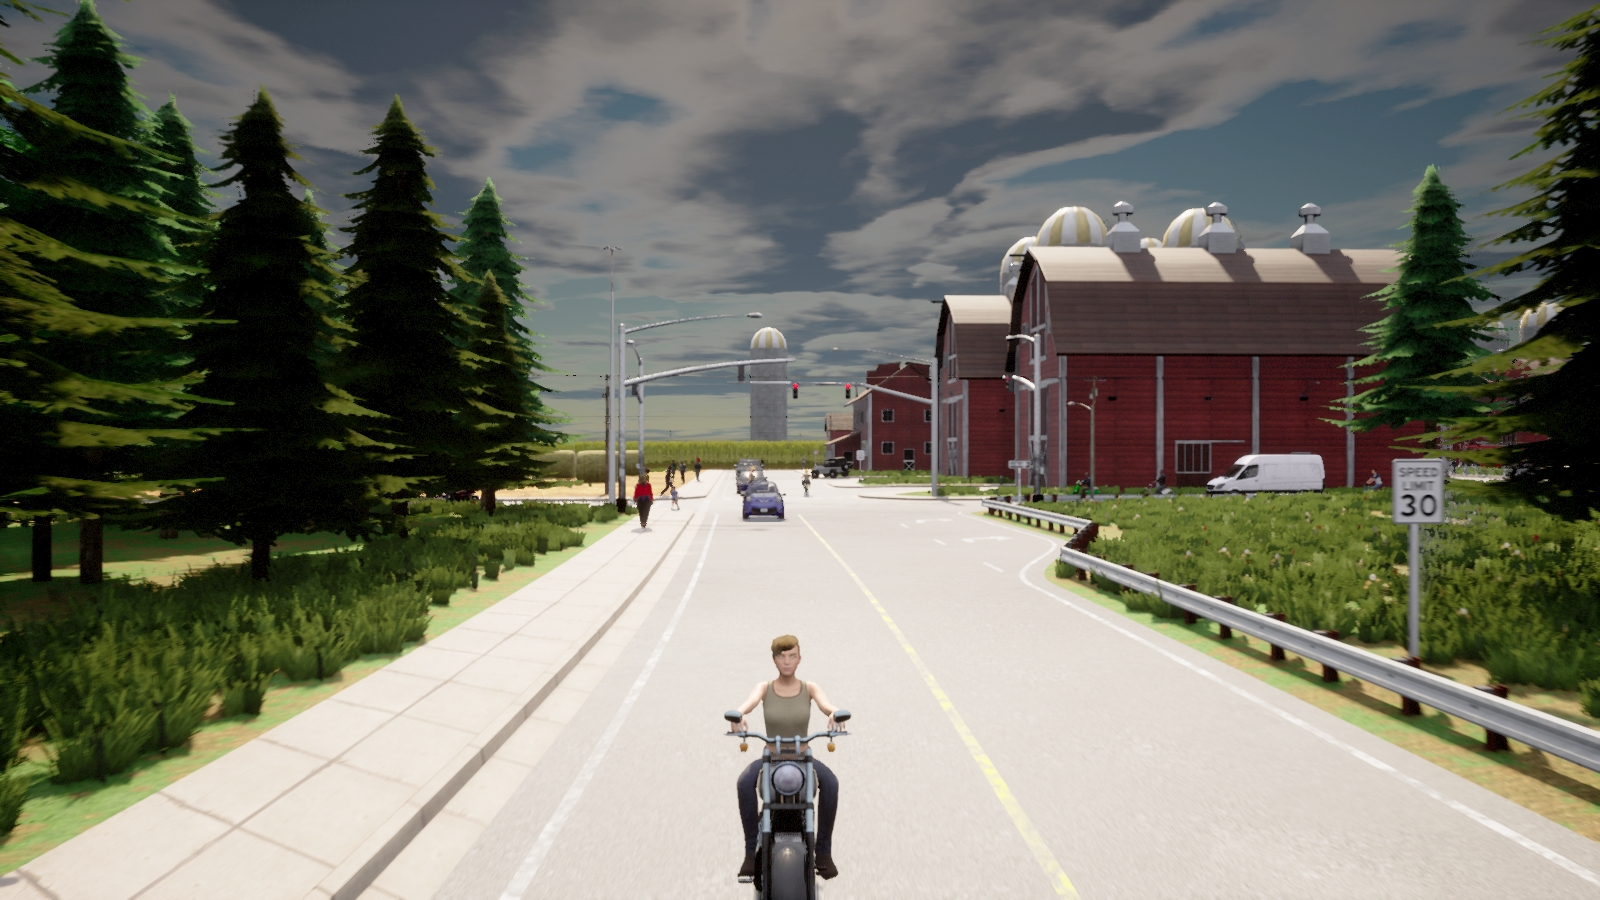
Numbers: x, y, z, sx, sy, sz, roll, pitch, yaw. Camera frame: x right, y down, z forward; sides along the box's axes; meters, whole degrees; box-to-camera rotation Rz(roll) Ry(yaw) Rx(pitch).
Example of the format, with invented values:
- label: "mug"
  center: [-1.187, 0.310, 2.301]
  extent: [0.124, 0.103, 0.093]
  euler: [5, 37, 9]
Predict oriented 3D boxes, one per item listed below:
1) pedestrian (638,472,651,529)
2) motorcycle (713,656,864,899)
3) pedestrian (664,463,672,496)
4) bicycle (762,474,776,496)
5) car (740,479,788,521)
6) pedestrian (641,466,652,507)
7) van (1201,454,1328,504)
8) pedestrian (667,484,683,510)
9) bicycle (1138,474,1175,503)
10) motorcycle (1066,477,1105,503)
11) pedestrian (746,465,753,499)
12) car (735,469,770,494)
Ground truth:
- label: "pedestrian"
  center: [-5.125, 1.653, 37.613]
  extent: [0.375, 1.860, 0.375]
  euler: [0, 0, 1]
- label: "motorcycle"
  center: [-0.079, 2.125, 6.939]
  extent: [0.764, 1.307, 2.356]
  euler: [0, 0, -1]
- label: "pedestrian"
  center: [-7.446, 1.652, 64.522]
  extent: [0.375, 1.860, 0.375]
  euler: [0, 0, 4]
- label: "bicycle"
  center: [-1.868, 2.101, 69.257]
  extent: [0.859, 1.276, 1.487]
  euler: [0, 0, -2]
- label: "car"
  center: [-1.477, 1.991, 46.154]
  extent: [1.845, 1.501, 3.633]
  euler: [0, 0, -3]
- label: "pedestrian"
  center: [-7.055, 1.673, 52.449]
  extent: [0.375, 1.860, 0.375]
  euler: [0, 0, 43]
- label: "van"
  center: [24.611, 1.509, 60.664]
  extent: [5.915, 2.561, 1.988]
  euler: [0, 0, -2]
- label: "pedestrian"
  center: [-5.426, 2.028, 49.745]
  extent: [0.500, 1.100, 0.500]
  euler: [0, 0, 24]
- label: "bicycle"
  center: [18.879, 2.034, 60.468]
  extent: [1.835, 1.471, 0.329]
  euler: [0, 0, -2]
- label: "motorcycle"
  center: [15.070, 2.116, 60.308]
  extent: [1.805, 1.316, 0.856]
  euler: [0, 0, -2]
- label: "pedestrian"
  center: [-2.816, 1.797, 64.190]
  extent: [0.375, 1.860, 0.375]
  euler: [0, 0, 1]
- label: "car"
  center: [-3.093, 2.003, 73.202]
  extent: [2.163, 1.488, 4.792]
  euler: [0, 0, -3]
